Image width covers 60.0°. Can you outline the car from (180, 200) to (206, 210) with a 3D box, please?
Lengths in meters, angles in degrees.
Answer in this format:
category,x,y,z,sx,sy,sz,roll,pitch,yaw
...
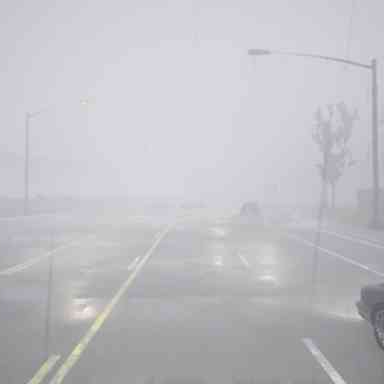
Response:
category,x,y,z,sx,sy,sz,roll,pitch,yaw
car,0.165,1.846,47.388,1.895,1.301,4.718,-1,-1,29

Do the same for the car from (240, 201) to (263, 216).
category,x,y,z,sx,sy,sz,roll,pitch,yaw
car,6.258,1.644,34.786,1.812,1.442,4.674,-1,0,19

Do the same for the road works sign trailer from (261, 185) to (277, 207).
category,x,y,z,sx,sy,sz,roll,pitch,yaw
road works sign trailer,12.853,0.607,53.840,2.880,3.560,2.380,0,-1,-43

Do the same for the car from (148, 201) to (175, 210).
category,x,y,z,sx,sy,sz,roll,pitch,yaw
car,-4.217,1.879,46.530,1.895,1.301,4.718,-1,-1,26

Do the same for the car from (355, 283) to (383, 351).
category,x,y,z,sx,sy,sz,roll,pitch,yaw
car,3.601,1.564,3.005,2.033,1.411,5.357,0,0,0
